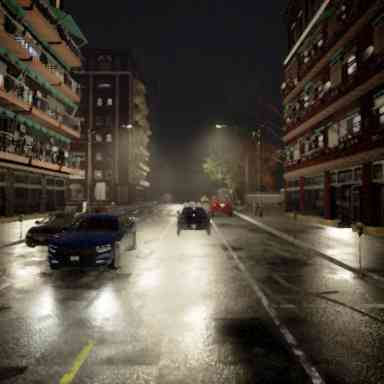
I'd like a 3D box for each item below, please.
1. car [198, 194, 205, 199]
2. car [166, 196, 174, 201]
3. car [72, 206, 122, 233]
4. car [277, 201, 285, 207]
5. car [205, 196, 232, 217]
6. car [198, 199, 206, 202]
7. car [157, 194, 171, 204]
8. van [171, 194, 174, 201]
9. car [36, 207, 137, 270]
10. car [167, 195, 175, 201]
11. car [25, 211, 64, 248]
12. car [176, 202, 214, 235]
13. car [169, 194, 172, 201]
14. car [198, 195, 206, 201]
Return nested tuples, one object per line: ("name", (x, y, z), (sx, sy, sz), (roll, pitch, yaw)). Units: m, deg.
("car", (2.679, 1.563, 69.982), (1.752, 1.417, 4.829), (1, 0, 0))
("car", (-5.707, 1.634, 86.432), (1.802, 1.307, 4.206), (1, 0, 0))
("car", (-5.651, 1.587, 20.350), (1.802, 1.307, 4.206), (1, 0, 0))
("car", (15.195, 1.611, 50.819), (4.313, 1.339, 1.947), (0, -1, 1))
("car", (2.696, 1.326, 31.782), (2.192, 1.841, 5.009), (1, 0, 0))
("car", (0.089, 1.611, 31.594), (1.895, 1.301, 4.718), (0, 0, 0))
("car", (-5.699, 1.614, 64.278), (1.802, 1.307, 4.206), (1, 0, 0))
("van", (-5.698, 1.383, 75.354), (1.690, 1.788, 3.998), (1, 0, 0))
("car", (-3.097, 1.480, 11.286), (1.882, 1.535, 5.008), (0, 0, 0))
("car", (-5.708, 1.609, 91.970), (2.008, 1.369, 4.403), (1, 0, 0))
("car", (-5.648, 1.554, 14.664), (2.008, 1.369, 4.403), (1, 0, 0))
("car", (0.089, 1.531, 18.878), (1.812, 1.442, 4.674), (0, 0, 0))
("car", (-5.701, 1.619, 69.815), (1.802, 1.307, 4.206), (1, 0, 0))
("car", (2.671, 1.624, 91.965), (1.947, 1.339, 4.313), (1, 0, 0))
